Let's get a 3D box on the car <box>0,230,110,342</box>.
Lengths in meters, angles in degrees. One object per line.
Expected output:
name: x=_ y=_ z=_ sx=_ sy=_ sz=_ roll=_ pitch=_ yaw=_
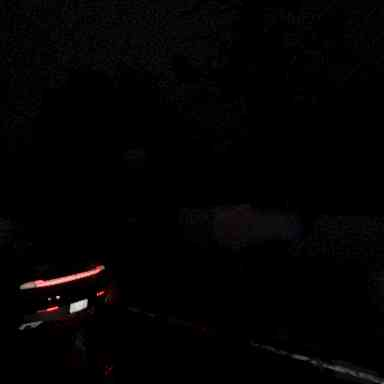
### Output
car: x=-3.703 y=1.490 z=6.332 sx=4.902 sy=1.511 sz=2.128 roll=0 pitch=0 yaw=34
